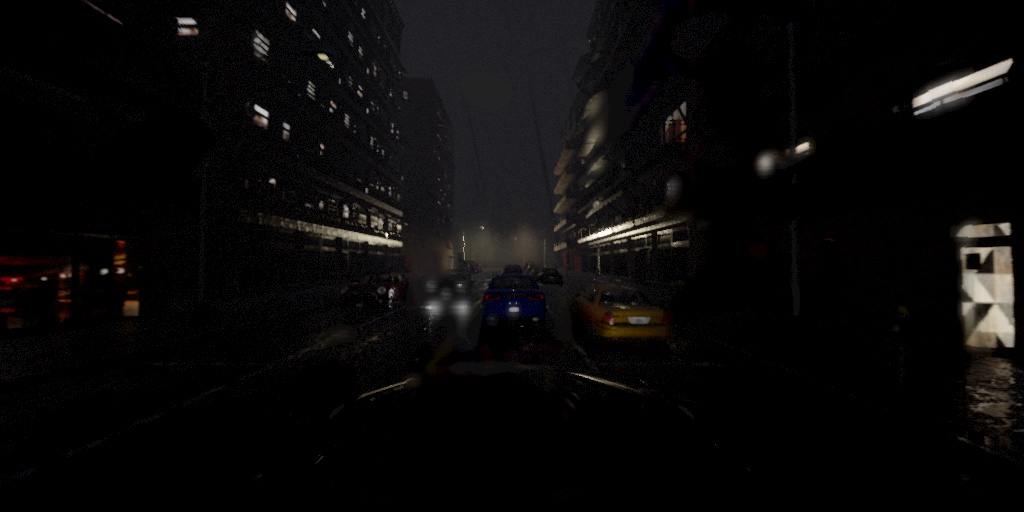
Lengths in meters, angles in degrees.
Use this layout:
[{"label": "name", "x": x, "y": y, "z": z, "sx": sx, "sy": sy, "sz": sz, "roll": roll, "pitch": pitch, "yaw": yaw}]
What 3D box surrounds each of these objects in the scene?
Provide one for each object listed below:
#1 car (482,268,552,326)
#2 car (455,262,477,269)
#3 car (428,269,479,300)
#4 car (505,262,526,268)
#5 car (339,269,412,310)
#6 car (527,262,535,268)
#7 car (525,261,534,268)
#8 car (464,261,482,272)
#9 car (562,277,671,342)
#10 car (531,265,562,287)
[{"label": "car", "x": 0.044, "y": 1.335, "z": 12.232, "sx": 1.882, "sy": 1.535, "sz": 5.008, "roll": 0, "pitch": -1, "yaw": 0}, {"label": "car", "x": -5.818, "y": 1.724, "z": 43.225, "sx": 2.007, "sy": 1.370, "sz": 4.403, "roll": 0, "pitch": 0, "yaw": 0}, {"label": "car", "x": -3.096, "y": 1.527, "z": 19.072, "sx": 1.895, "sy": 1.301, "sz": 4.718, "roll": 0, "pitch": -1, "yaw": 0}, {"label": "car", "x": 0.102, "y": 1.573, "z": 35.610, "sx": 1.882, "sy": 1.535, "sz": 5.008, "roll": 0, "pitch": -1, "yaw": 0}, {"label": "car", "x": -5.708, "y": 1.328, "z": 15.386, "sx": 1.967, "sy": 1.591, "sz": 4.097, "roll": 0, "pitch": 0, "yaw": 0}, {"label": "car", "x": 2.829, "y": 1.641, "z": 37.794, "sx": 1.751, "sy": 1.417, "sz": 4.829, "roll": 0, "pitch": 0, "yaw": 0}, {"label": "car", "x": 2.830, "y": 1.781, "z": 48.760, "sx": 2.007, "sy": 1.370, "sz": 4.403, "roll": 0, "pitch": 0, "yaw": 0}, {"label": "car", "x": -5.818, "y": 1.545, "z": 48.793, "sx": 2.192, "sy": 1.841, "sz": 5.009, "roll": 0, "pitch": 0, "yaw": 0}, {"label": "car", "x": 2.700, "y": 1.357, "z": 9.956, "sx": 1.751, "sy": 1.417, "sz": 4.829, "roll": 0, "pitch": 0, "yaw": 0}, {"label": "car", "x": 2.764, "y": 1.574, "z": 27.130, "sx": 1.948, "sy": 1.339, "sz": 4.313, "roll": 0, "pitch": 0, "yaw": 0}]
